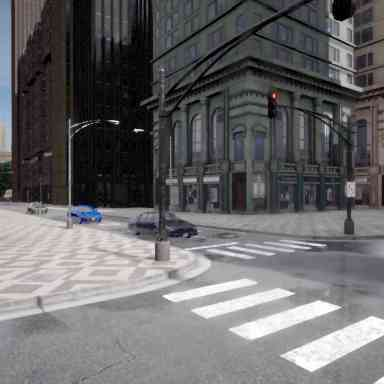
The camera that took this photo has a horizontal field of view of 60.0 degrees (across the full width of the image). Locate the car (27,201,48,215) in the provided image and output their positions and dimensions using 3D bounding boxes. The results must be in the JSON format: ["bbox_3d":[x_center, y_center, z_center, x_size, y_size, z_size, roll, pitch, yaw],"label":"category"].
[{"bbox_3d":[-22.006,2.224,47.332,2.097,1.767,4.553,0,-1,-35],"label":"car"}]

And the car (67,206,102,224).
[{"bbox_3d":[-9.664,1.980,29.761,1.882,1.535,5.008,0,0,-35],"label":"car"}]

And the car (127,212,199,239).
[{"bbox_3d":[-1.837,1.814,18.698,2.033,1.411,5.357,0,-1,-35],"label":"car"}]
